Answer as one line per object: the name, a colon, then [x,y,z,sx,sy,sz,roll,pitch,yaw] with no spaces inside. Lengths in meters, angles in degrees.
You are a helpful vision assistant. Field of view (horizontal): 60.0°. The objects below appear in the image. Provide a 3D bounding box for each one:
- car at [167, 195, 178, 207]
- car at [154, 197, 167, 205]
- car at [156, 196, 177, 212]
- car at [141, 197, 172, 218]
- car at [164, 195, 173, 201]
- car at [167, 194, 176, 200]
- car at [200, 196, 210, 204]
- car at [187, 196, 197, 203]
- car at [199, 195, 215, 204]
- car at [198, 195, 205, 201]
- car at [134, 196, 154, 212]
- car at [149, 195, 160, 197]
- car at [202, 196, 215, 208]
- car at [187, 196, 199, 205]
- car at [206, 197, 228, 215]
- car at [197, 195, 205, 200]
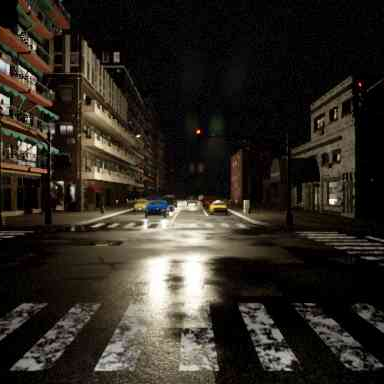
car: [-3.148,1.538,49.963,1.837,1.490,4.892,0,0,0]
car: [-5.778,1.600,61.442,2.008,1.369,4.403,0,0,0]
car: [-3.140,1.548,39.895,1.812,1.442,4.674,0,0,0]
car: [-3.144,1.492,30.617,1.882,1.535,5.008,0,0,0]
car: [-5.810,1.530,83.599,1.967,1.590,4.097,0,0,0]
car: [-5.826,1.430,94.678,2.192,1.841,5.009,0,0,0]
car: [2.595,1.609,66.994,2.008,1.369,4.403,0,0,0]
car: [-0.056,1.610,70.573,2.033,1.411,5.357,0,0,0]
car: [2.620,1.349,50.377,2.192,1.841,5.009,0,0,0]
car: [2.562,1.628,89.321,1.752,1.417,4.829,0,0,0]
car: [-5.745,1.547,39.115,1.752,1.417,4.829,0,0,0]
car: [-5.760,1.349,50.364,2.192,1.841,5.009,0,0,0]
car: [2.627,1.609,44.838,1.802,1.307,4.206,0,0,0]
car: [0.010,1.649,60.365,1.895,1.301,4.718,0,0,0]
car: [2.644,1.543,33.929,1.752,1.417,4.829,0,0,0]
car: [2.554,1.666,94.690,2.008,1.369,4.403,0,0,0]
